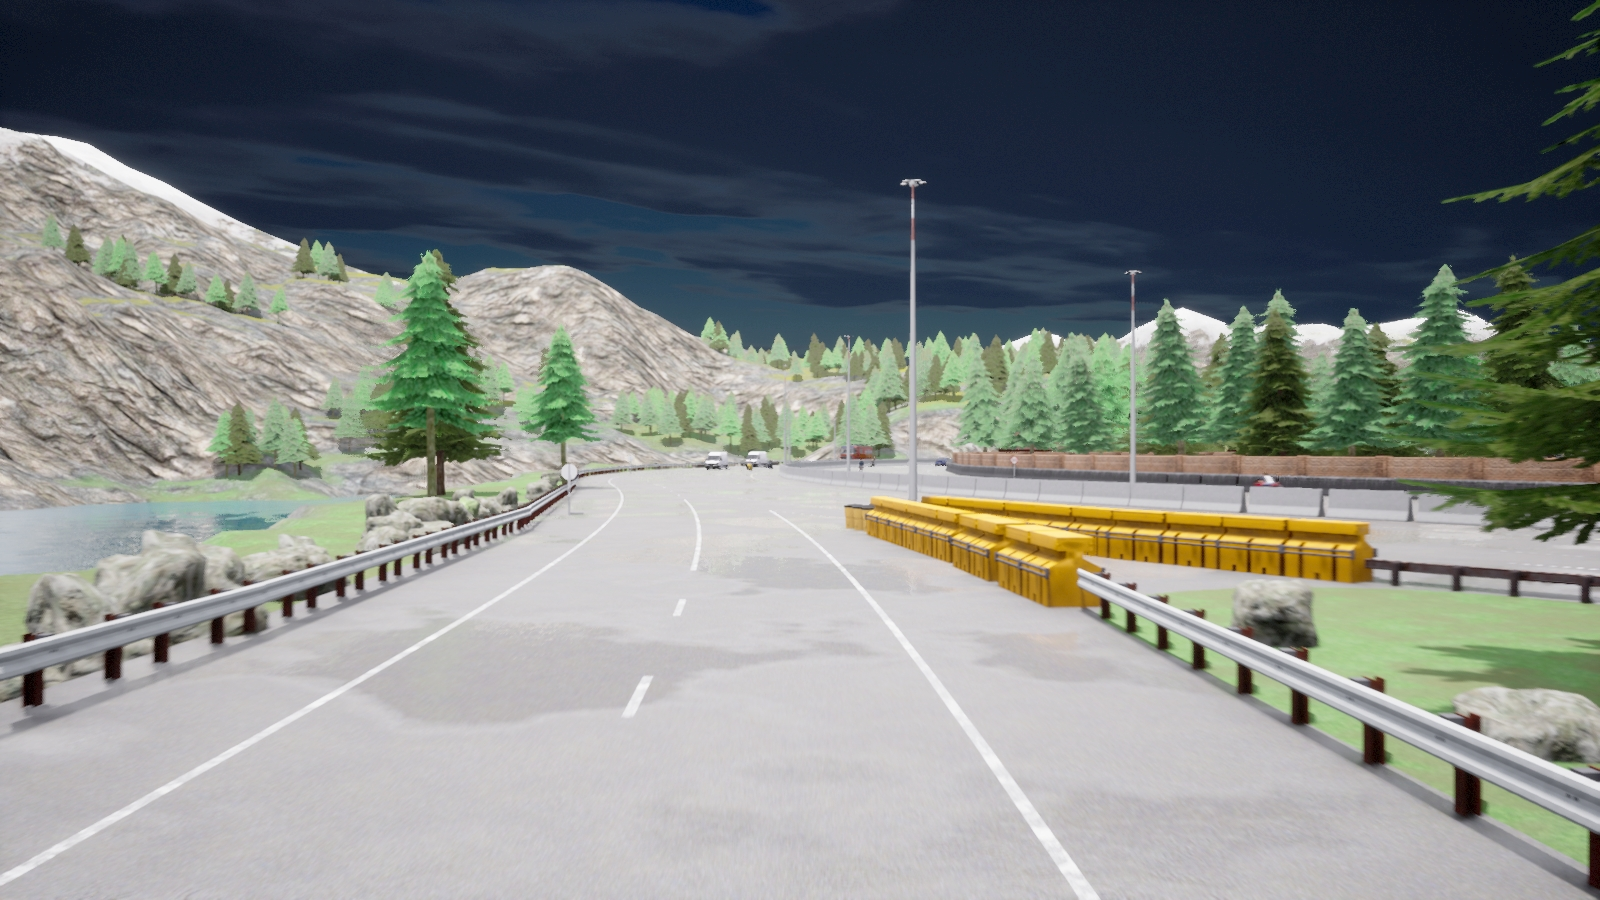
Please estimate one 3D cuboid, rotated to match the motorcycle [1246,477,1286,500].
[{"bbox_3d":[26.156,2.171,64.157,0.803,1.217,2.033,2,-1,-27],"label":"motorcycle"}]
